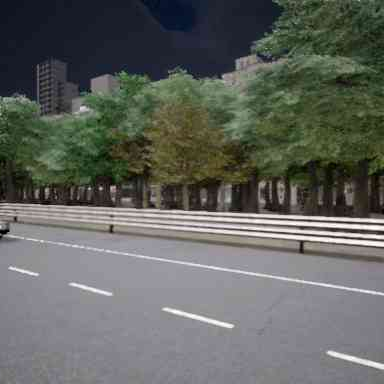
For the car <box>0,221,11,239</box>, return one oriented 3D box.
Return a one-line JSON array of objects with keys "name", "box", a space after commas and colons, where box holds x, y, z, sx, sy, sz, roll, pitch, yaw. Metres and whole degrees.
[{"name": "car", "box": [-10.694, 1.602, 15.828, 4.718, 1.301, 1.895, 0, 0, 36]}]
